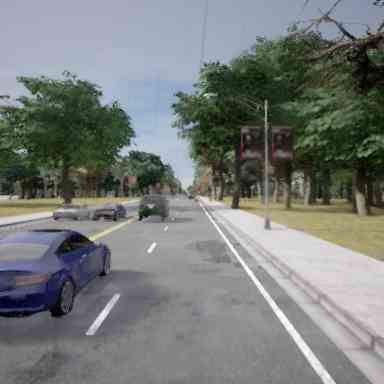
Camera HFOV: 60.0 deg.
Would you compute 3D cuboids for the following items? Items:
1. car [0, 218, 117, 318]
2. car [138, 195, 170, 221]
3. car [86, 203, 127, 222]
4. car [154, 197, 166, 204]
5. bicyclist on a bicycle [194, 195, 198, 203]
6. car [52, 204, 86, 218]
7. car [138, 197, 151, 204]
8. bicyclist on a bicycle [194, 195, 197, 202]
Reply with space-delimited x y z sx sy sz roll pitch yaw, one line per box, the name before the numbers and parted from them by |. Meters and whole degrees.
car | -3.164 1.539 7.349 1.812 1.442 4.674 0 0 0
car | -3.164 1.270 28.202 2.150 2.045 5.566 0 0 0
car | -6.602 1.594 27.173 2.033 1.411 5.357 0 0 0
car | -6.509 1.680 68.556 2.033 1.411 5.357 0 0 0
bicyclist on a bicycle | 0.881 1.587 69.369 0.866 1.612 1.509 0 0 0
car | -9.852 1.649 27.668 1.895 1.301 4.718 0 0 0
car | -9.759 1.679 68.959 2.033 1.411 5.357 0 0 0
bicyclist on a bicycle | 0.883 1.543 78.368 0.659 1.776 1.843 0 0 0
